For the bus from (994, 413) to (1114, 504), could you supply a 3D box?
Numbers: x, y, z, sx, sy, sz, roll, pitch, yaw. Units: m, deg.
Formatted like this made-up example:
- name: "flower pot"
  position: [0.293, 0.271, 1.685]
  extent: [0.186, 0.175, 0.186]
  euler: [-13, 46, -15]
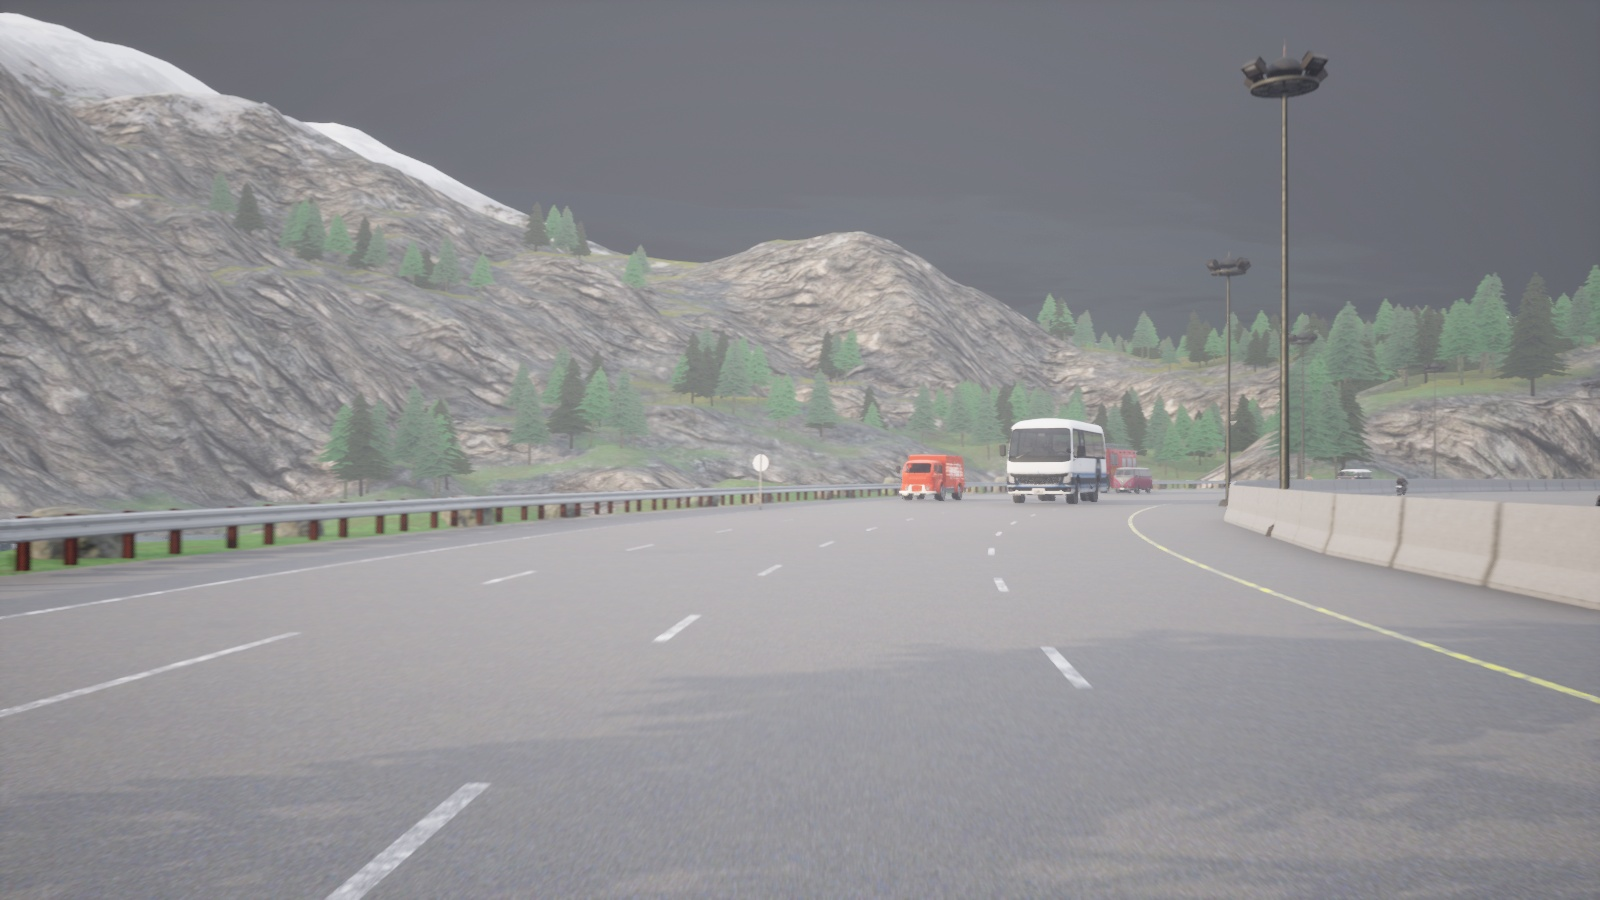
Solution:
- name: "bus"
  position: [13.185, 0.487, 64.278]
  extent: [3.944, 4.253, 10.273]
  euler: [-1, -1, 23]

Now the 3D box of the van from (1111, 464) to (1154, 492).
- name: "van"
  position: [24.716, 2.080, 93.266]
  extent: [1.775, 1.987, 4.442]
  euler: [-1, -1, 33]

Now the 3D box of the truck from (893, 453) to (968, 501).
- name: "truck"
  position: [7.117, 1.447, 67.823]
  extent: [2.627, 2.467, 5.204]
  euler: [-1, -1, 23]
